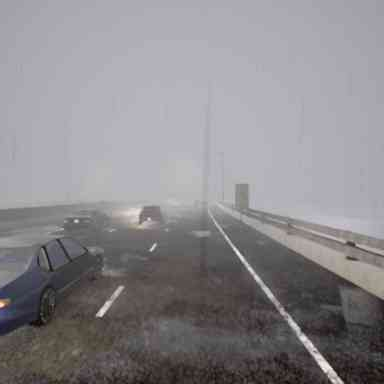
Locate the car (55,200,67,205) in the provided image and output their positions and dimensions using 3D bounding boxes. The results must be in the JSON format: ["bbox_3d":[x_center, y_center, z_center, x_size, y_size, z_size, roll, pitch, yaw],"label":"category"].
[{"bbox_3d":[-23.405,2.263,61.381,2.033,1.411,5.357,0,-1,2],"label":"car"}]

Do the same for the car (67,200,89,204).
[{"bbox_3d":[-19.979,2.174,59.666,1.882,1.535,5.008,0,-1,2],"label":"car"}]

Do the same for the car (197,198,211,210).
[{"bbox_3d":[2.084,2.080,53.932,1.801,1.575,5.366,0,-1,2],"label":"car"}]

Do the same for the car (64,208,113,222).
[{"bbox_3d":[-6.750,1.793,22.007,2.033,1.411,5.357,0,-1,1],"label":"car"}]

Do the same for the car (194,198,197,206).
[{"bbox_3d":[1.542,2.141,72.536,2.097,1.767,4.553,0,-1,2],"label":"car"}]

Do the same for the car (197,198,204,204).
[{"bbox_3d":[2.314,2.457,88.983,1.812,1.442,4.674,0,-1,3],"label":"car"}]

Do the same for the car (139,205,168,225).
[{"bbox_3d":[-3.169,1.812,27.342,1.837,1.490,4.892,0,-1,1],"label":"car"}]

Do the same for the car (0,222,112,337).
[{"bbox_3d":[-3.381,1.626,7.117,2.033,1.411,5.357,0,-1,0],"label":"car"}]

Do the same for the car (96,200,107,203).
[{"bbox_3d":[-16.435,2.239,60.904,1.812,1.442,4.674,0,-1,2],"label":"car"}]
